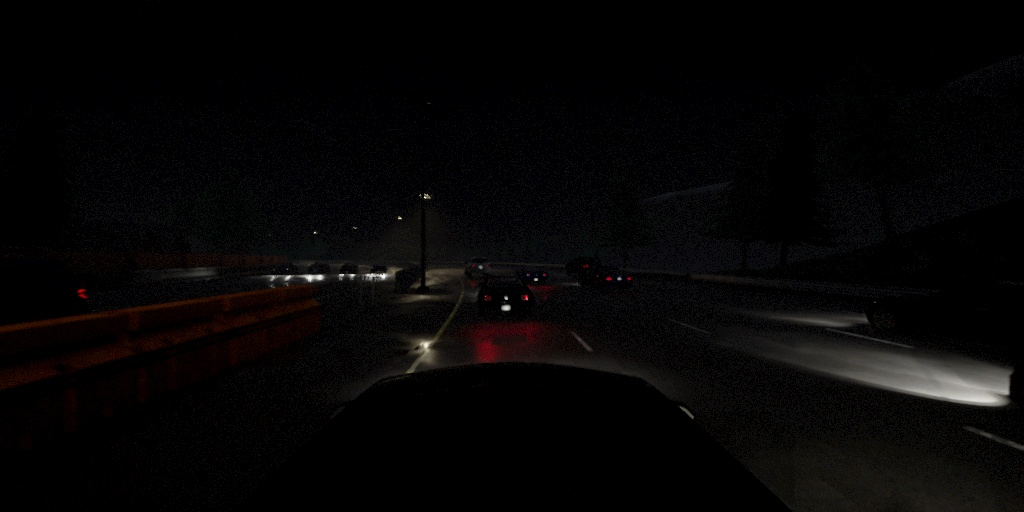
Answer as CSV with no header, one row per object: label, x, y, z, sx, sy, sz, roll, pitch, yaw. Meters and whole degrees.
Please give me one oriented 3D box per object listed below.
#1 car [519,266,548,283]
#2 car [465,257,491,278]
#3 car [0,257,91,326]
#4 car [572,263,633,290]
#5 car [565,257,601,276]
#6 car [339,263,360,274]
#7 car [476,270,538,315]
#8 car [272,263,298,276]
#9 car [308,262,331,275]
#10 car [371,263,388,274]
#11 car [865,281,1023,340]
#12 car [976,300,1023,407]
car,1.418,1.446,28.662,1.895,1.301,4.718,0,0,-9
car,-3.537,1.118,36.486,2.150,2.045,5.566,0,0,-12
car,-10.703,1.033,5.825,2.150,2.045,5.566,0,0,-2
car,5.790,1.353,22.880,2.033,1.411,5.357,0,0,-7
car,7.216,1.073,36.320,2.150,2.045,5.566,0,0,-11
car,-20.652,1.548,45.759,2.033,1.411,5.357,0,0,-16
car,-0.357,1.398,13.855,1.895,1.301,4.718,0,0,-4
car,-27.205,1.544,43.154,1.812,1.442,4.674,0,0,-16
car,-24.108,1.504,45.026,2.128,1.511,4.902,0,0,-17
car,-17.424,1.593,47.139,1.895,1.301,4.718,0,0,-17
car,10.441,1.255,7.627,1.812,1.442,4.674,0,0,-2
car,7.032,1.288,2.543,1.994,1.385,4.181,0,0,0
